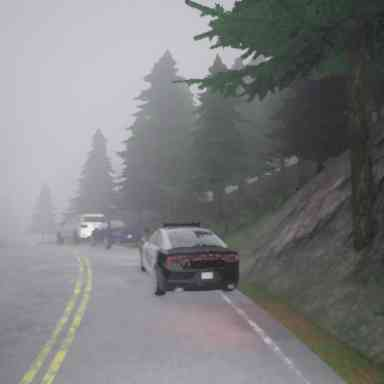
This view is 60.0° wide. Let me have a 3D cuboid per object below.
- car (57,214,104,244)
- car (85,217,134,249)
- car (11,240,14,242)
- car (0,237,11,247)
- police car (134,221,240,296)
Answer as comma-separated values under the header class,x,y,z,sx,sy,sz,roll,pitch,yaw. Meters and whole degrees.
class,x,y,z,sx,sy,sz,roll,pitch,yaw
car,-8.104,2.747,24.460,2.150,2.045,5.566,4,-9,-39
car,-4.441,2.353,19.157,1.882,1.535,5.008,1,-6,-30
car,-28.599,8.113,51.572,2.033,1.411,5.357,1,-10,-17
car,-23.852,6.337,41.233,1.895,1.301,4.718,2,-10,-29
police car,-0.343,1.645,9.427,1.930,1.638,5.238,1,-3,-15
